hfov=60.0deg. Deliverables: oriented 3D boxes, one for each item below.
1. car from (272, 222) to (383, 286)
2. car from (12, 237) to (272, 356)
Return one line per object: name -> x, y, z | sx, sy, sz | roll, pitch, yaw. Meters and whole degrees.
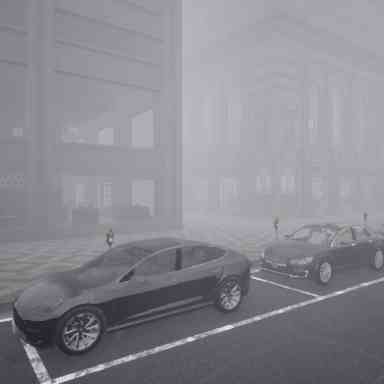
car -> 3.791, 1.551, 9.333 | 4.403, 1.369, 2.008 | 0, 0, -35
car -> -0.805, 1.566, 6.071 | 4.313, 1.339, 1.947 | 0, 0, -35
